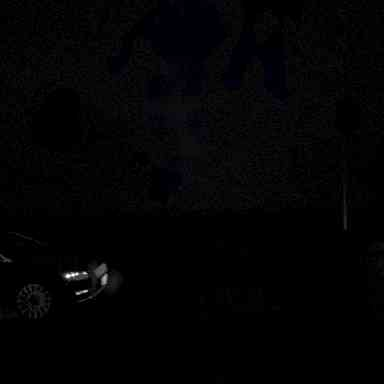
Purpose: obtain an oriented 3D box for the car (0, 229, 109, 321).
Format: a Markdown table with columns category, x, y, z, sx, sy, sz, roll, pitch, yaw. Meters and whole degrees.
| category | x | y | z | sx | sy | sz | roll | pitch | yaw |
| --- | --- | --- | --- | --- | --- | --- | --- | --- | --- |
| car | -4.206 | 1.516 | 6.704 | 4.902 | 1.511 | 2.128 | -1 | 0 | 1 |
